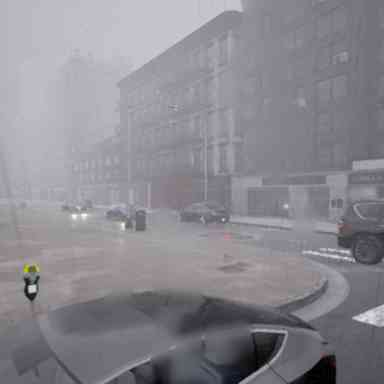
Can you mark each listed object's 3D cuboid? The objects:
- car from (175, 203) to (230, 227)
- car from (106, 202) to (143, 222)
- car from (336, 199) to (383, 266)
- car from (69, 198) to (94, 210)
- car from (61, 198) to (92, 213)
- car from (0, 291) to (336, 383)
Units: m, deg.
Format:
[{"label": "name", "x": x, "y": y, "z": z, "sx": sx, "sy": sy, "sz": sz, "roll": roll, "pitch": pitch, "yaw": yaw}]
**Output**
[{"label": "car", "x": 0.637, "y": 1.544, "z": 23.621, "sx": 1.837, "sy": 1.490, "sz": 4.892, "roll": 0, "pitch": 0, "yaw": -36}, {"label": "car", "x": -5.584, "y": 1.591, "z": 27.239, "sx": 1.812, "sy": 1.442, "sz": 4.674, "roll": 0, "pitch": 0, "yaw": -36}, {"label": "car", "x": 7.057, "y": 1.228, "z": 9.584, "sx": 2.150, "sy": 2.045, "sz": 5.566, "roll": 0, "pitch": 0, "yaw": -36}, {"label": "car", "x": -15.280, "y": 1.623, "z": 45.857, "sx": 1.837, "sy": 1.490, "sz": 4.892, "roll": 0, "pitch": 0, "yaw": -36}, {"label": "car", "x": -13.879, "y": 1.595, "z": 38.875, "sx": 2.128, "sy": 1.511, "sz": 4.902, "roll": 0, "pitch": 0, "yaw": -35}, {"label": "car", "x": -0.749, "y": 1.566, "z": 2.279, "sx": 4.313, "sy": 1.339, "sz": 1.947, "roll": 0, "pitch": 0, "yaw": -36}]
